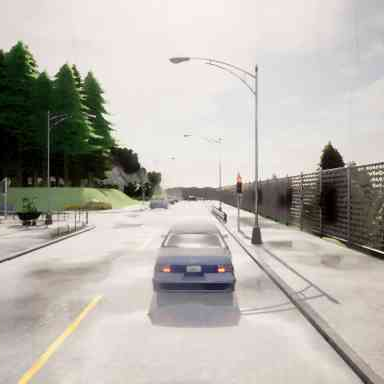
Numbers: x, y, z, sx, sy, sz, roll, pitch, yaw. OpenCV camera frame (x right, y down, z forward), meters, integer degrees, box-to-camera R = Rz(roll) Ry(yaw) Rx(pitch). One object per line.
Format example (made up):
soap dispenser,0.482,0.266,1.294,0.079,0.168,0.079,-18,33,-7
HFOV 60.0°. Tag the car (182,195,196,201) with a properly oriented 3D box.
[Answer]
car,-0.682,1.540,82.378,2.033,1.411,5.357,0,0,-23

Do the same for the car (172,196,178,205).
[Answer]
car,-3.992,1.507,57.458,1.837,1.490,4.892,0,-1,0

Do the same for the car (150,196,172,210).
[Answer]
car,-4.093,1.352,42.401,2.097,1.767,4.553,0,0,1

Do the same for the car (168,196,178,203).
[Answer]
car,-3.890,1.524,70.196,1.812,1.442,4.674,0,0,0

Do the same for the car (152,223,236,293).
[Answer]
car,0.061,1.547,9.001,2.033,1.411,5.357,0,0,1
